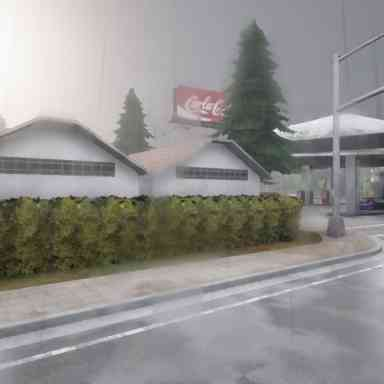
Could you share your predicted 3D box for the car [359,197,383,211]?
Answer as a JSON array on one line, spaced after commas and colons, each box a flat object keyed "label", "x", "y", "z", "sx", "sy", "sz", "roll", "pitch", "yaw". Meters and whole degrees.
[{"label": "car", "x": 21.919, "y": 1.480, "z": 40.042, "sx": 4.611, "sy": 1.667, "sz": 2.242, "roll": 0, "pitch": 0, "yaw": -36}]

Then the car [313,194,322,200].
[{"label": "car", "x": 33.040, "y": 1.330, "z": 89.523, "sx": 2.152, "sy": 1.636, "sz": 5.027, "roll": 0, "pitch": 0, "yaw": -36}]
